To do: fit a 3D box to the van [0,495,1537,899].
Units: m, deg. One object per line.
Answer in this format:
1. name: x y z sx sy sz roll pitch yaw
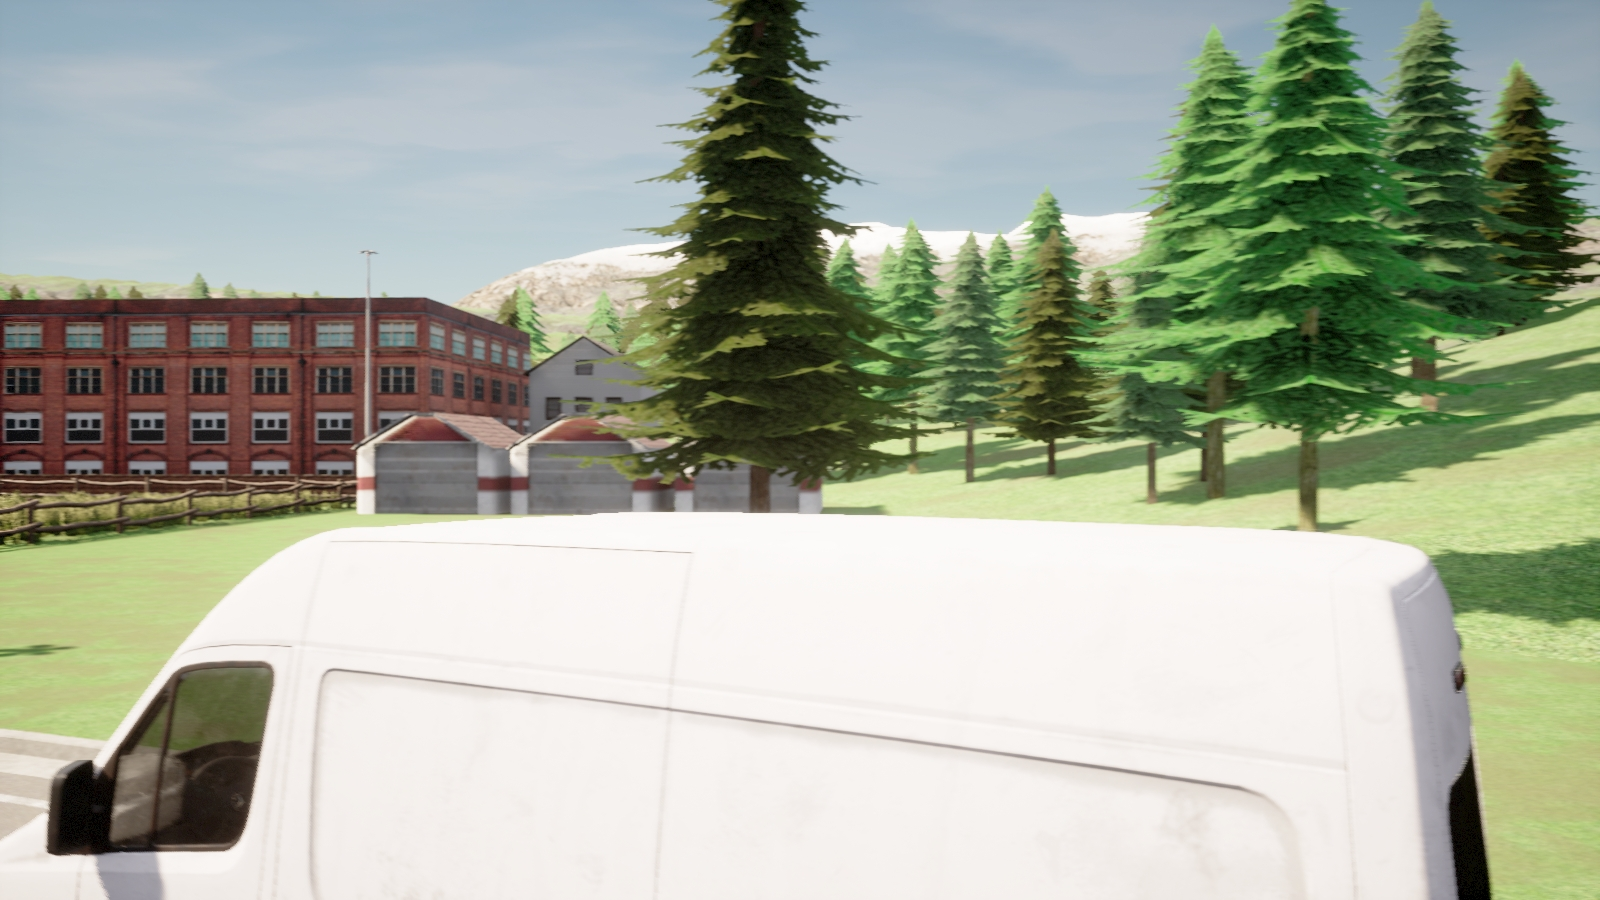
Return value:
1. van: -0.809 1.530 4.303 5.915 2.561 1.988 0 -1 29
